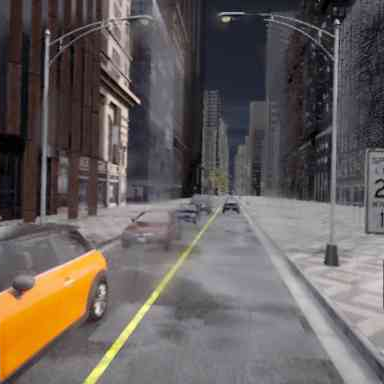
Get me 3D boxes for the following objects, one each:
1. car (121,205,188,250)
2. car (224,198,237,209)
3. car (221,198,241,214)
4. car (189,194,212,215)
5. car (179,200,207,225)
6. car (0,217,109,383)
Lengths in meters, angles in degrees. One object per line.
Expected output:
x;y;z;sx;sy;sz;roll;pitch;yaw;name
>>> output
-1.549;1.494;14.398;1.812;1.442;4.674;1;0;7;car
5.781;1.651;49.362;1.837;1.490;4.892;1;0;7;car
4.426;1.620;37.769;1.837;1.490;4.892;1;0;7;car
0.974;1.255;35.294;2.150;2.045;5.566;1;0;6;car
-0.329;1.548;24.724;2.033;1.411;5.357;1;0;7;car
-2.769;1.288;4.221;2.097;1.767;4.553;1;0;8;car
